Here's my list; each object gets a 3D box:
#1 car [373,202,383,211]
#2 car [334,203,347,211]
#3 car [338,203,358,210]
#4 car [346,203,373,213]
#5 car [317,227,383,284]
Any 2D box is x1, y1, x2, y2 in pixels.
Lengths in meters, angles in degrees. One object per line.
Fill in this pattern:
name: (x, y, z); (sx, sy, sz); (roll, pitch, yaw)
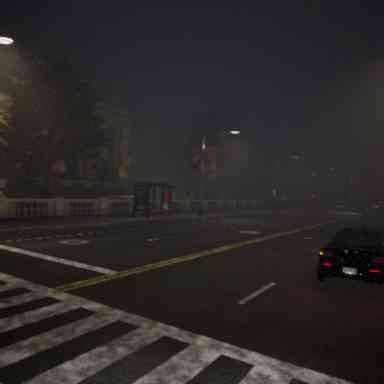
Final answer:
car: (41.158, 3.135, 72.437); (5.566, 2.045, 2.150); (2, 0, -29)
car: (28.428, 2.877, 62.784); (1.812, 1.442, 4.674); (2, 0, 43)
car: (33.429, 3.103, 71.146); (4.674, 1.452, 2.002); (3, 0, -37)
car: (29.889, 2.910, 59.207); (2.128, 1.511, 4.902); (2, 0, 42)
car: (5.006, 1.761, 9.814); (1.812, 1.442, 4.674); (2, 0, 33)
